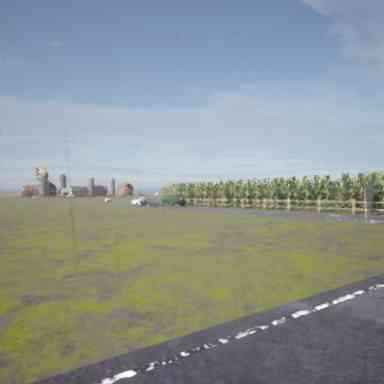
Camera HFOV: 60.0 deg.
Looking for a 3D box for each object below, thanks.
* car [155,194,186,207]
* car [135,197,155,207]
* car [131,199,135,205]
[{"bbox_3d":[-3.146,1.323,52.490,2.150,2.045,5.566,0,-1,-34],"label":"car"},{"bbox_3d":[-6.783,1.651,52.814,1.837,1.490,4.892,-1,-1,-34],"label":"car"},{"bbox_3d":[-9.829,1.735,62.302,1.812,1.442,4.674,-1,0,-34],"label":"car"}]
